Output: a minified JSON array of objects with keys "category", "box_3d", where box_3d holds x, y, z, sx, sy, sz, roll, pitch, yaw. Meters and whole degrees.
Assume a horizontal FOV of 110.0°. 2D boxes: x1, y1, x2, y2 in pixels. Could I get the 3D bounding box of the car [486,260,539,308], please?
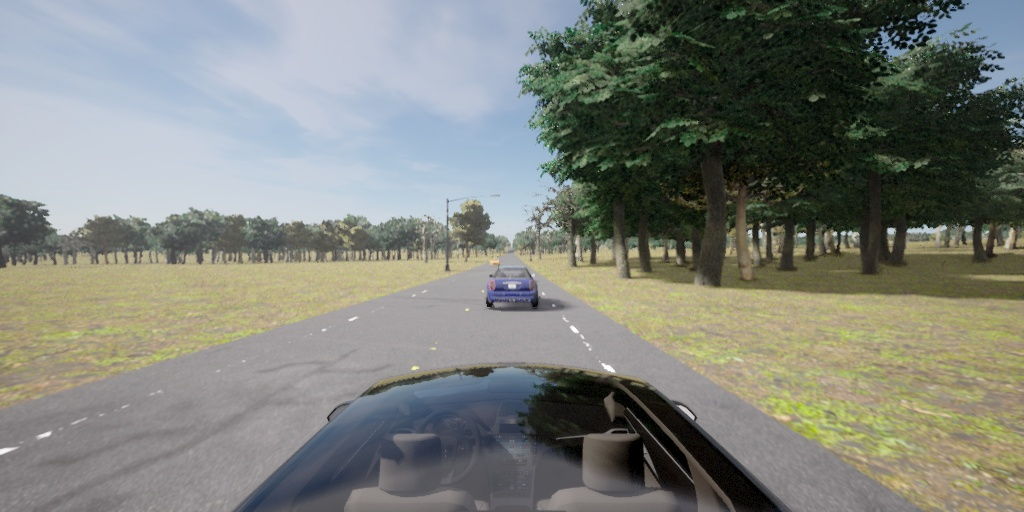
[{"category":"car","box_3d":[0.007,1.201,15.899,2.097,1.767,4.553,0,0,0]}]
